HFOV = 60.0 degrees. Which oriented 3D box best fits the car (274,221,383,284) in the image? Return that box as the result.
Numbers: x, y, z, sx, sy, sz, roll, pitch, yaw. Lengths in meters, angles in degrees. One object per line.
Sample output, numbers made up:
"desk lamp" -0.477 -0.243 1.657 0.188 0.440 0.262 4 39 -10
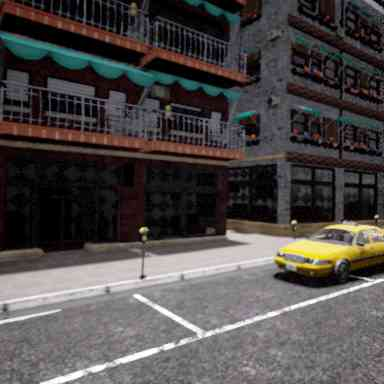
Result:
"car" 4.442 1.551 9.682 4.829 1.417 1.752 0 1 -35
